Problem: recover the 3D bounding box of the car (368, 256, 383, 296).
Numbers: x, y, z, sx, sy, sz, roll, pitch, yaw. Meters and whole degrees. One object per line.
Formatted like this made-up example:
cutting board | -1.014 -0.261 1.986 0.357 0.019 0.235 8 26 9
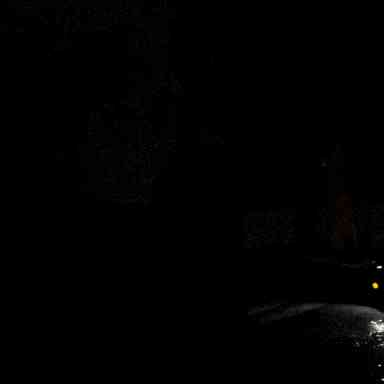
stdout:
car | 5.595 1.497 7.052 4.181 1.385 1.994 0 0 -36
